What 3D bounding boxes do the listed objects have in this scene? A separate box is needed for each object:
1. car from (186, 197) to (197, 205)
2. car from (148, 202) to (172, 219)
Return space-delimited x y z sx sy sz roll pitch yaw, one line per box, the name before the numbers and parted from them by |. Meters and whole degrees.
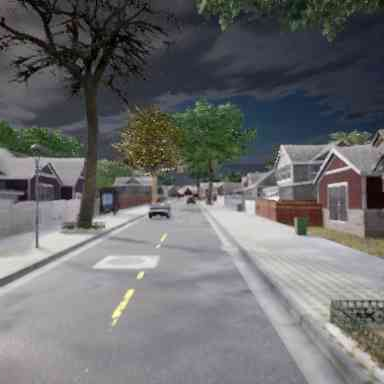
car | -0.153 1.812 65.361 1.837 1.490 4.892 0 0 0
car | -2.821 1.623 30.436 2.033 1.411 5.357 0 0 0
